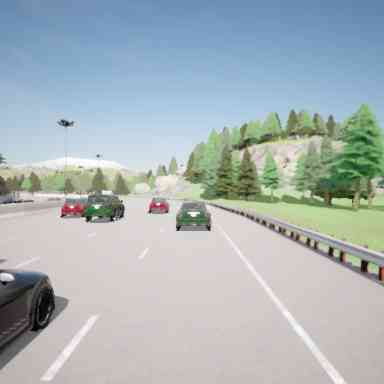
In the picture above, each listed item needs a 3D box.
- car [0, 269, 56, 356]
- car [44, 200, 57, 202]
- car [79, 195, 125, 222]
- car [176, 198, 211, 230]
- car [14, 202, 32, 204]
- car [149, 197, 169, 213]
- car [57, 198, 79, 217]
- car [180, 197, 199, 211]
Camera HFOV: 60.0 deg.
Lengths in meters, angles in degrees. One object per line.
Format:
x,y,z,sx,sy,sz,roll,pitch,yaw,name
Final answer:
-3.403,1.563,4.212,1.994,1.385,4.181,0,0,0,car
-22.802,1.541,54.752,2.033,1.411,5.357,0,0,-7,car
-6.912,1.218,26.789,2.150,2.045,5.566,0,0,0,car
0.095,1.350,21.300,2.097,1.767,4.553,0,0,0,car
-25.894,1.594,50.902,1.895,1.301,4.718,0,0,-6,car
-3.669,1.348,37.493,2.097,1.767,4.553,0,0,-2,car
-10.466,1.348,31.044,2.097,1.767,4.553,0,0,-1,car
-0.403,1.487,42.027,2.128,1.511,4.902,0,0,-4,car
